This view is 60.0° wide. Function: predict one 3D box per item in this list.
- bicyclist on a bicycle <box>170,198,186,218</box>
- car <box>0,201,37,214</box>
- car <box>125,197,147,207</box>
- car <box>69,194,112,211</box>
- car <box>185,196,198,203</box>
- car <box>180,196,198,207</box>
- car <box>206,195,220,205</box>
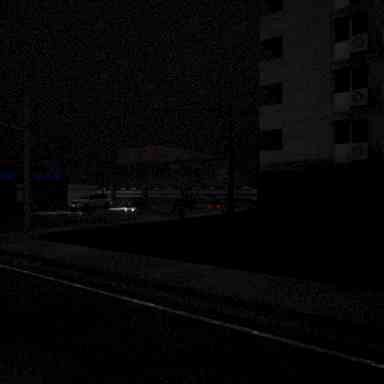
[{"bbox_3d":[-1.169,1.300,27.291,1.656,1.620,0.582,0,0,36],"label":"bicyclist on a bicycle"},{"bbox_3d":[-17.886,1.601,32.461,1.895,1.301,4.718,0,0,35],"label":"car"},{"bbox_3d":[-8.353,1.491,49.988,2.128,1.511,4.902,0,0,15],"label":"car"},{"bbox_3d":[-12.300,1.221,40.713,2.150,2.045,5.566,0,0,29],"label":"car"},{"bbox_3d":[-0.130,1.564,69.856,1.994,1.385,4.181,0,0,-12],"label":"car"},{"bbox_3d":[-0.465,1.547,51.366,2.033,1.411,5.357,0,0,13],"label":"car"},{"bbox_3d":[3.916,1.526,58.460,1.812,1.442,4.674,0,0,4],"label":"car"}]
